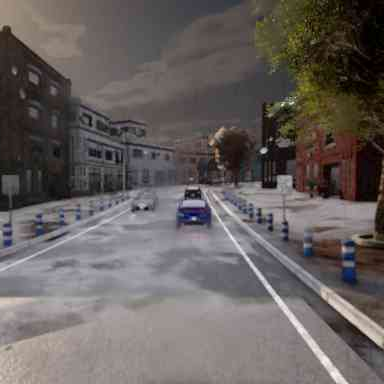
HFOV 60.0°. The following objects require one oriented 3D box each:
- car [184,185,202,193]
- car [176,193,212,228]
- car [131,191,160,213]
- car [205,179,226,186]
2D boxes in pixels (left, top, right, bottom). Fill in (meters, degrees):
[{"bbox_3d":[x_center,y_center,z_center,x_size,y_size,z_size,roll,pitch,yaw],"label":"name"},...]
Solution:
[{"bbox_3d":[0.101,-0.010,37.844,1.882,1.535,5.008,0,4,0],"label":"car"},{"bbox_3d":[0.101,1.071,19.058,1.882,1.535,5.008,0,2,0],"label":"car"},{"bbox_3d":[-3.598,0.731,26.382,2.128,1.511,4.902,0,3,0],"label":"car"},{"bbox_3d":[4.857,-1.983,67.968,4.718,1.301,1.895,-5,4,-44],"label":"car"}]
